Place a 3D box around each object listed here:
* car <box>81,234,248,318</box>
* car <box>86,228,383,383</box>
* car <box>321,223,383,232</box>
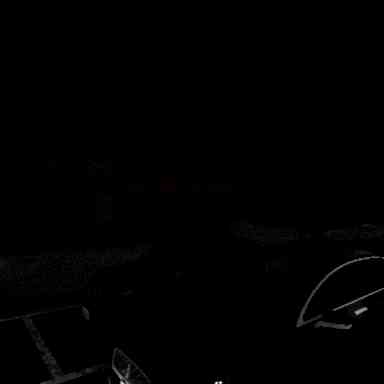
[{"bbox_3d":[0.072,1.566,6.587,4.313,1.339,1.947,0,0,-35],"label":"car"},{"bbox_3d":[1.379,1.505,4.365,4.892,1.490,1.837,0,0,-35],"label":"car"},{"bbox_3d":[4.552,1.582,9.781,4.206,1.307,1.802,0,0,-35],"label":"car"}]
